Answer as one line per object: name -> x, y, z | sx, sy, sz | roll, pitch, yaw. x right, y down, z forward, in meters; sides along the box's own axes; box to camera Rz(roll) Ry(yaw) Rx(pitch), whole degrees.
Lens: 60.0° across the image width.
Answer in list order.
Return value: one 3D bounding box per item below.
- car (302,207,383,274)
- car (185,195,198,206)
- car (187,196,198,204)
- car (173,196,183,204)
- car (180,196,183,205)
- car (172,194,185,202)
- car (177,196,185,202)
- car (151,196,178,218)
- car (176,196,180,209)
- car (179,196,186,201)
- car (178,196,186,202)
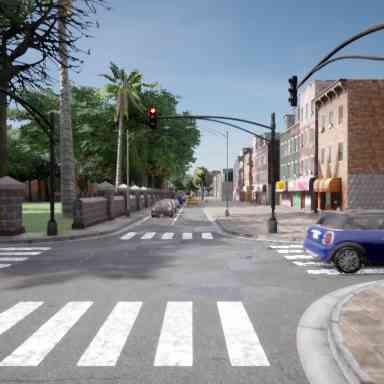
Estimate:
car -> 5.787, 1.307, 9.886 | 4.553, 1.767, 2.097 | -1, 0, 0
car -> 0.130, 1.620, 59.511 | 1.882, 1.535, 5.008 | 0, 0, 0
car -> 0.128, 1.681, 68.865 | 2.128, 1.511, 4.902 | 0, 0, 0
car -> -2.985, 1.706, 71.231 | 1.837, 1.490, 4.892 | 0, 0, 0
car -> -2.619, 1.674, 47.691 | 1.802, 1.307, 4.206 | 0, 0, 0
car -> -2.949, 1.394, 64.262 | 2.150, 2.045, 5.566 | 0, 0, 0
car -> -2.603, 1.808, 81.823 | 1.887, 1.381, 4.507 | 0, 0, 0
car -> -2.627, 1.478, 30.626 | 1.967, 1.590, 4.097 | 0, 0, 0
car -> -2.623, 1.493, 36.314 | 1.967, 1.590, 4.097 | 0, 0, 0
car -> -2.598, 1.903, 93.200 | 1.947, 1.339, 4.313 | -1, 0, 0
car -> -2.601, 1.850, 87.511 | 2.008, 1.369, 4.403 | -1, 0, 0
